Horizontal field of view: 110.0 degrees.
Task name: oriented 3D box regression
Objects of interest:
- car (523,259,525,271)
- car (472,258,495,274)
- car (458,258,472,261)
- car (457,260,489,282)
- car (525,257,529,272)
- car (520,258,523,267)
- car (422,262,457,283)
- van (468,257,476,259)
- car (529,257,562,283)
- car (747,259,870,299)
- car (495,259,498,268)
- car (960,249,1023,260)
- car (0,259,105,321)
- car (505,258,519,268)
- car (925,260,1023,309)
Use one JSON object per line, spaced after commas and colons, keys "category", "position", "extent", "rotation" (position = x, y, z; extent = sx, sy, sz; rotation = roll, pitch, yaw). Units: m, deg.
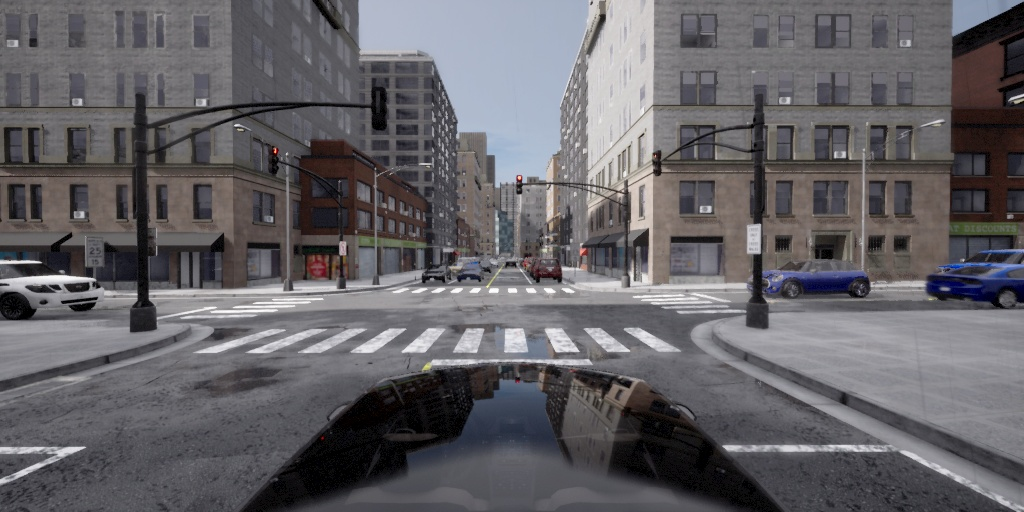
{"category": "car", "position": [2.663, 1.279, 45.071], "extent": [1.751, 1.417, 4.829], "rotation": [0, 0, 0]}
{"category": "car", "position": [-3.282, 1.259, 41.921], "extent": [1.837, 1.490, 4.892], "rotation": [0, 0, 0]}
{"category": "car", "position": [-5.839, 1.279, 39.104], "extent": [1.751, 1.417, 4.829], "rotation": [0, 0, 0]}
{"category": "car", "position": [-3.222, 1.301, 28.995], "extent": [2.033, 1.411, 5.357], "rotation": [0, 0, 0]}
{"category": "car", "position": [2.714, 1.069, 33.729], "extent": [2.192, 1.841, 5.009], "rotation": [0, 0, 0]}
{"category": "car", "position": [2.638, 1.067, 50.486], "extent": [2.192, 1.841, 5.009], "rotation": [0, 0, 0]}
{"category": "car", "position": [-5.786, 1.319, 28.103], "extent": [1.948, 1.339, 4.313], "rotation": [0, 0, 0]}
{"category": "van", "position": [-5.866, 1.094, 44.860], "extent": [1.690, 1.789, 3.998], "rotation": [0, 0, 0]}
{"category": "car", "position": [2.740, 1.068, 28.143], "extent": [2.192, 1.841, 5.009], "rotation": [0, 0, 0]}
{"category": "car", "position": [13.399, 0.938, 16.423], "extent": [4.553, 1.767, 2.097], "rotation": [-1, 1, -1]}
{"category": "car", "position": [-3.299, 1.274, 60.881], "extent": [1.812, 1.442, 4.674], "rotation": [0, 0, 0]}
{"category": "car", "position": [22.974, 0.708, 16.533], "extent": [5.566, 2.045, 2.150], "rotation": [-1, 1, 0]}
{"category": "car", "position": [-18.453, 1.145, 12.964], "extent": [5.566, 2.045, 2.150], "rotation": [-1, 1, -2]}
{"category": "car", "position": [-0.181, 1.226, 61.313], "extent": [1.882, 1.535, 5.008], "rotation": [0, 0, 0]}
{"category": "car", "position": [18.583, 1.048, 13.339], "extent": [5.008, 1.535, 1.882], "rotation": [-1, 1, 0]}
